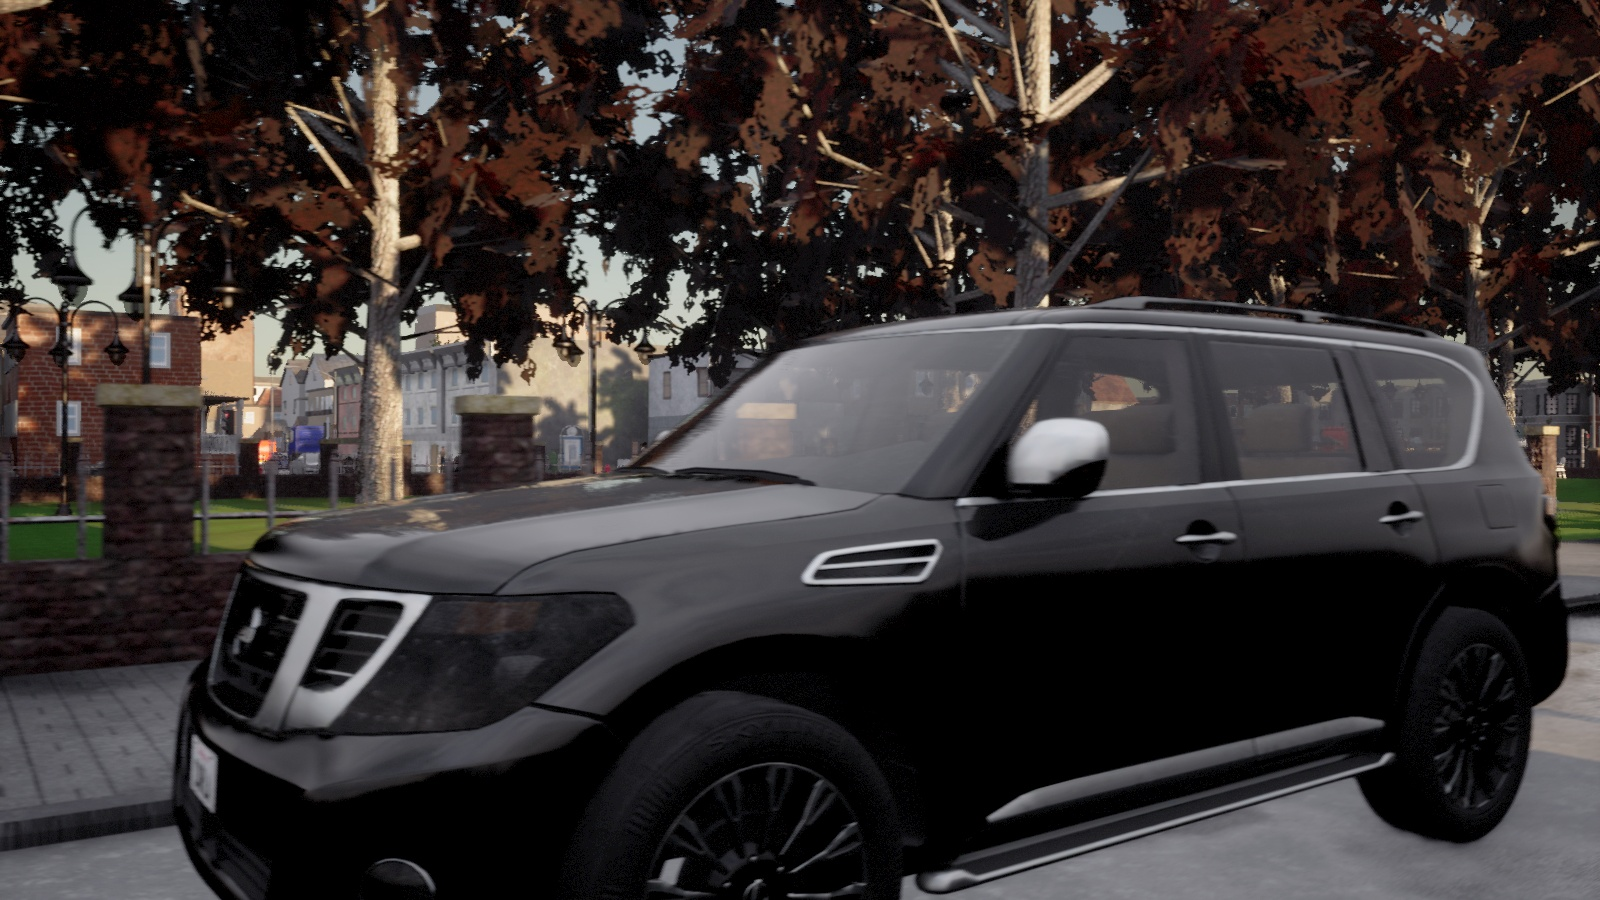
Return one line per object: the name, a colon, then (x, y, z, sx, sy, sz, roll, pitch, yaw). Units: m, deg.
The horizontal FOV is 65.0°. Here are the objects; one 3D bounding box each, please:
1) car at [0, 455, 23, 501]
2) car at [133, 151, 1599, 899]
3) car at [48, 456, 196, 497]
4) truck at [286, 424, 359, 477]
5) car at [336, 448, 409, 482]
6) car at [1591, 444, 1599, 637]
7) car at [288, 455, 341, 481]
car: (-27.753, 0.907, 40.043, 4.892, 1.490, 1.837, 0, 0, -37)
car: (0.736, 0.474, 4.786, 5.566, 2.045, 2.150, 0, 0, -35)
car: (-25.213, 0.938, 46.737, 4.674, 1.442, 1.812, 0, 0, -34)
truck: (-33.145, 0.046, 87.028, 2.891, 3.462, 7.936, 0, 0, -35)
car: (-21.642, 0.725, 63.463, 2.152, 1.651, 5.027, 0, 0, -35)
car: (8.864, 0.708, 10.438, 4.902, 1.511, 2.128, 0, 0, -35)
car: (-28.211, 1.009, 72.918, 1.812, 1.442, 4.674, 0, 0, -35)
